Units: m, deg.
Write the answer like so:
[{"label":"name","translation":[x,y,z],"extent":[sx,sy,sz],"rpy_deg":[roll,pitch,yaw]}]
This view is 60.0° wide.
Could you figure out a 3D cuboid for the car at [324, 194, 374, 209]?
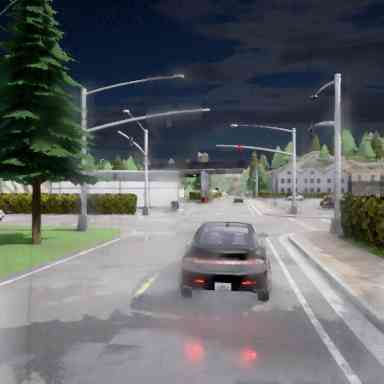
[{"label":"car","translation":[18.297,1.337,38.610],"extent":[4.514,1.523,2.007],"rpy_deg":[0,0,8]}]

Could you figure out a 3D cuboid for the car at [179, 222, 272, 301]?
[{"label":"car","translation":[0.886,1.491,8.398],"extent":[2.128,1.511,4.902],"rpy_deg":[0,0,8]}]

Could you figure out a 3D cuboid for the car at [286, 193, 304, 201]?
[{"label":"car","translation":[24.442,1.071,78.866],"extent":[3.866,1.878,1.905],"rpy_deg":[0,0,8]}]

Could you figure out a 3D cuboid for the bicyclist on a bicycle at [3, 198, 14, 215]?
[{"label":"bicyclist on a bicycle","translation":[-17.956,1.451,32.524],"extent":[0.582,1.620,1.656],"rpy_deg":[0,0,7]}]

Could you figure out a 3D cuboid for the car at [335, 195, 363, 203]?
[{"label":"car","translation":[29.348,1.293,62.282],"extent":[4.514,1.523,2.007],"rpy_deg":[0,0,8]}]

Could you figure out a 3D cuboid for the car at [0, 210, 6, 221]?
[{"label":"car","translation":[-16.577,1.524,25.188],"extent":[4.674,1.442,1.812],"rpy_deg":[0,0,8]}]

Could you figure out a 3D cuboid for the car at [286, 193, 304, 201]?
[{"label":"car","translation":[23.376,1.355,75.658],"extent":[3.806,1.475,1.970],"rpy_deg":[0,0,8]}]

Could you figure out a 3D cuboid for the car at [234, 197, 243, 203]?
[{"label":"car","translation":[9.451,1.596,67.387],"extent":[1.895,1.301,4.718],"rpy_deg":[0,0,8]}]

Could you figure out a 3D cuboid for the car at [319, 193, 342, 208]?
[{"label":"car","translation":[18.680,1.327,41.724],"extent":[5.027,1.636,2.152],"rpy_deg":[0,0,8]}]

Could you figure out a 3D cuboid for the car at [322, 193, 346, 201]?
[{"label":"car","translation":[31.779,1.092,74.520],"extent":[4.605,1.855,1.932],"rpy_deg":[0,0,8]}]
